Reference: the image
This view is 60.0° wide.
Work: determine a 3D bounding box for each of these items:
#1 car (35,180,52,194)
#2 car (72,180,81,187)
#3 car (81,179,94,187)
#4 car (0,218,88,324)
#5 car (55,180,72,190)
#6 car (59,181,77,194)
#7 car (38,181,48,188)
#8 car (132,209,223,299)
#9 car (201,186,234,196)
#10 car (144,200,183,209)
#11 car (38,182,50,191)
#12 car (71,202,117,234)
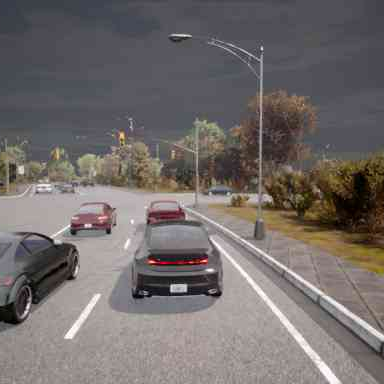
[{"bbox_3d":[-23.498,-0.834,52.772,2.150,2.045,5.566,-1,3,-24],"label":"car"},{"bbox_3d":[-29.080,-1.996,81.778,1.837,1.490,4.892,-1,3,-25],"label":"car"},{"bbox_3d":[-25.921,-2.347,83.271,2.150,2.045,5.566,-1,3,-25],"label":"car"},{"bbox_3d":[-3.846,1.516,7.021,1.994,1.385,4.181,0,1,-2],"label":"car"},{"bbox_3d":[-25.112,-1.180,65.021,1.837,1.490,4.892,-1,3,-25],"label":"car"},{"bbox_3d":[-19.857,-0.549,53.177,1.812,1.442,4.674,-1,3,-23],"label":"car"},{"bbox_3d":[-34.925,-1.755,77.759,2.033,1.411,5.357,-1,3,-25],"label":"car"},{"bbox_3d":[-0.401,1.428,8.339,1.837,1.490,4.892,0,1,-4],"label":"car"},{"bbox_3d":[3.700,-0.172,48.594,4.892,1.490,1.837,0,3,-22],"label":"car"},{"bbox_3d":[-1.453,1.169,17.396,1.882,1.535,5.008,0,2,-8],"label":"car"},{"bbox_3d":[-28.689,-1.171,64.410,1.882,1.535,5.008,-1,3,-25],"label":"car"},{"bbox_3d":[-4.914,1.241,16.936,1.812,1.442,4.674,0,2,-8],"label":"car"}]
